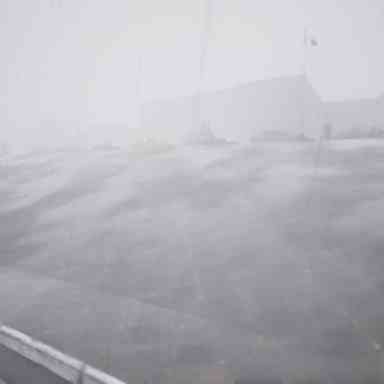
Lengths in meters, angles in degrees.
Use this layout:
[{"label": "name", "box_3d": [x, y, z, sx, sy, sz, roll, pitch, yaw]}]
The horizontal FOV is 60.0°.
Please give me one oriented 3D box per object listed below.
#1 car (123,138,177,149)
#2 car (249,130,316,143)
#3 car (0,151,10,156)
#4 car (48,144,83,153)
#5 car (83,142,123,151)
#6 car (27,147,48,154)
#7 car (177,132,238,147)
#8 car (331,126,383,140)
[{"label": "car", "box_3d": [-3.263, -3.994, 29.451, 5.008, 1.535, 2.097, 2, 1, 32]}, {"label": "car", "box_3d": [6.486, -3.630, 23.844, 4.792, 1.488, 2.163, 2, 1, 29]}, {"label": "car", "box_3d": [-26.235, -4.842, 44.643, 4.553, 1.767, 2.185, 2, 1, 34]}, {"label": "car", "box_3d": [-12.624, -4.318, 35.399, 4.892, 1.521, 2.231, 2, 1, 34]}, {"label": "car", "box_3d": [-7.976, -4.119, 32.375, 4.674, 1.452, 2.002, 2, 1, 33]}, {"label": "car", "box_3d": [-17.192, -4.460, 38.494, 4.892, 1.521, 2.231, 2, 1, 34]}, {"label": "car", "box_3d": [1.494, -3.955, 26.638, 4.553, 1.767, 2.185, 2, 1, 31]}, {"label": "car", "box_3d": [11.350, -3.457, 21.242, 4.674, 1.452, 2.002, 2, 1, 28]}]
